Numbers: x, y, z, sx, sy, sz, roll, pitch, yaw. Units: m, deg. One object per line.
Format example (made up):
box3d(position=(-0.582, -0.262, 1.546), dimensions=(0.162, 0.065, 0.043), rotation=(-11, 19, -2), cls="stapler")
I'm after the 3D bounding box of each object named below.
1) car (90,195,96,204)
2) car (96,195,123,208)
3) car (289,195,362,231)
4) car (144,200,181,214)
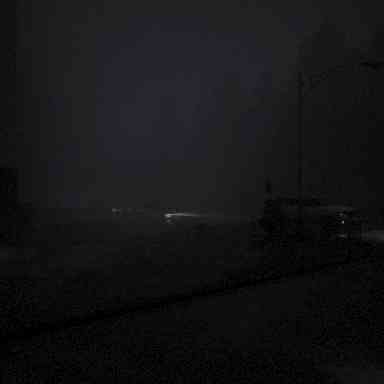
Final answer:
box3d(position=(-18.068, 1.352, 63.976), dimensions=(2.097, 1.767, 4.553), rotation=(0, 0, -35), cls="car")
box3d(position=(-11.562, 1.493, 47.752), dimensions=(2.128, 1.511, 4.902), rotation=(0, 0, -35), cls="car")
box3d(position=(7.602, 1.221, 20.902), dimensions=(2.150, 2.045, 5.566), rotation=(0, 0, -35), cls="car")
box3d(position=(-3.328, 1.547, 36.213), dimensions=(2.033, 1.411, 5.357), rotation=(0, 0, -36), cls="car")
